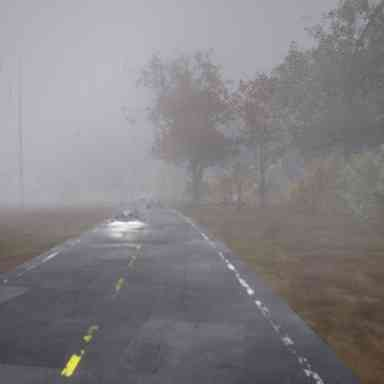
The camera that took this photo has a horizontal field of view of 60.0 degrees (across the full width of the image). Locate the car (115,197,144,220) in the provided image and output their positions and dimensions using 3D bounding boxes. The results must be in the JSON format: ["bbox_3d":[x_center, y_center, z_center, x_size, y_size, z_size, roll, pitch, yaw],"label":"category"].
[{"bbox_3d":[-5.489,1.487,28.580,2.128,1.511,4.902,-1,0,-8],"label":"car"}]

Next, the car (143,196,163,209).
[{"bbox_3d":[-5.192,1.274,45.618,2.097,1.767,4.553,-1,0,-11],"label":"car"}]

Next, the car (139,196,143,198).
[{"bbox_3d":[-9.432,1.423,63.277,1.882,1.535,5.008,-1,1,-15],"label":"car"}]
